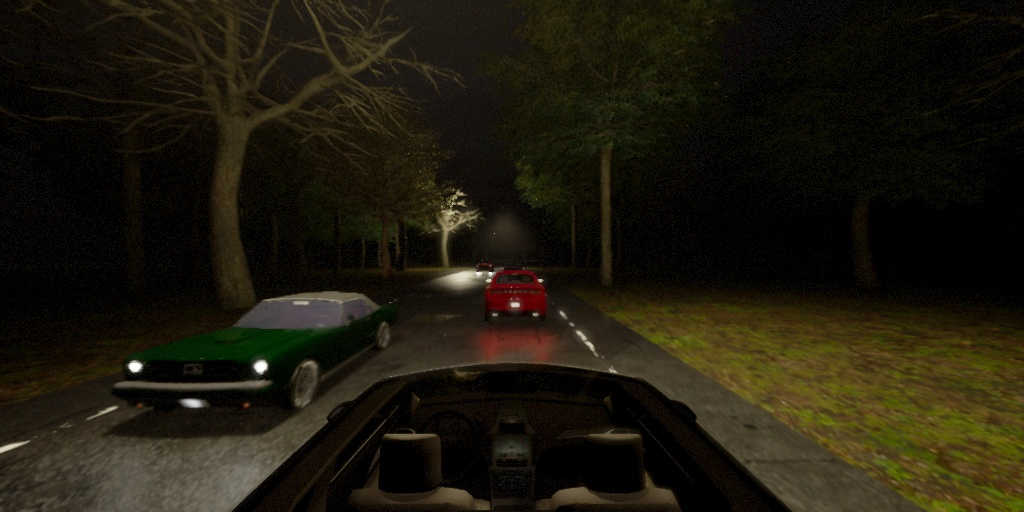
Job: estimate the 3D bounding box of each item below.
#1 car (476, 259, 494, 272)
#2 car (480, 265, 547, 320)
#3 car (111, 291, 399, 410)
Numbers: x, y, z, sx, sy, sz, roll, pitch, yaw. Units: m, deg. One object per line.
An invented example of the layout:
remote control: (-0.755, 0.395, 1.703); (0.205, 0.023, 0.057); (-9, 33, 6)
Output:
car: (-3.572, 1.242, 48.144); (2.097, 1.767, 4.553); (0, 0, 0)
car: (0.100, 1.238, 12.607); (1.882, 1.535, 5.008); (0, 0, 0)
car: (-3.600, 1.354, 6.249); (1.895, 1.301, 4.718); (0, 0, 0)
